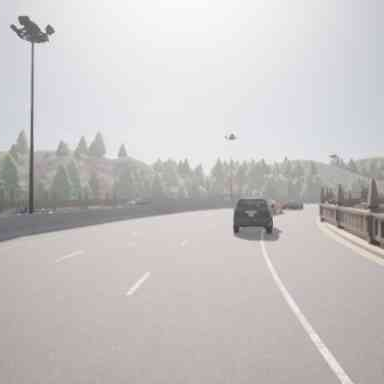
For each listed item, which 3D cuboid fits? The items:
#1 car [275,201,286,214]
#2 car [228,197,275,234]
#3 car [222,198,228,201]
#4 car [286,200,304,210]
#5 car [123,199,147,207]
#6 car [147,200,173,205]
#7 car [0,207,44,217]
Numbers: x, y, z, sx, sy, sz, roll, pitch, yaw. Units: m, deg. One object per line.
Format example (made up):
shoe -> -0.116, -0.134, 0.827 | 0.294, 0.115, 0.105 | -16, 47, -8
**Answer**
car -> 8.767, 1.650, 37.305 | 1.882, 1.535, 5.008 | 0, 0, 29
car -> 3.810, 1.321, 20.381 | 2.150, 2.045, 5.566 | 0, 0, 14
car -> 6.654, 1.824, 60.100 | 1.882, 1.535, 5.008 | -1, 0, 38
car -> 14.230, 1.772, 46.785 | 1.994, 1.385, 4.181 | -1, 0, 34
car -> -8.304, 1.810, 49.800 | 2.128, 1.511, 4.902 | 0, -1, 28
car -> -4.197, 1.907, 50.069 | 1.895, 1.301, 4.718 | 0, -1, 30
car -> -11.426, 1.682, 21.798 | 1.994, 1.385, 4.181 | 0, 0, 13
